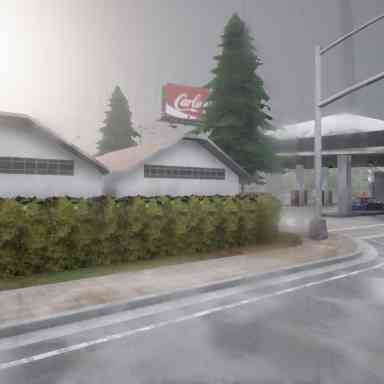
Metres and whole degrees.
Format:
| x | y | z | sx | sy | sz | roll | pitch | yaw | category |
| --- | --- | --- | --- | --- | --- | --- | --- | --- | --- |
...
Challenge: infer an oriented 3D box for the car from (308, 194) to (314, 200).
| x | y | z | sx | sy | sz | roll | pitch | yaw | category |
| --- | --- | --- | --- | --- | --- | --- | --- | --- | --- |
| 31.778 | 1.330 | 88.820 | 2.152 | 1.636 | 5.027 | 0 | 0 | -36 | car |

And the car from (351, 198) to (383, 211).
| x | y | z | sx | sy | sz | roll | pitch | yaw | category |
| --- | --- | --- | --- | --- | --- | --- | --- | --- | --- |
| 20.761 | 1.480 | 39.315 | 4.611 | 1.667 | 2.242 | 0 | 0 | -36 | car |
